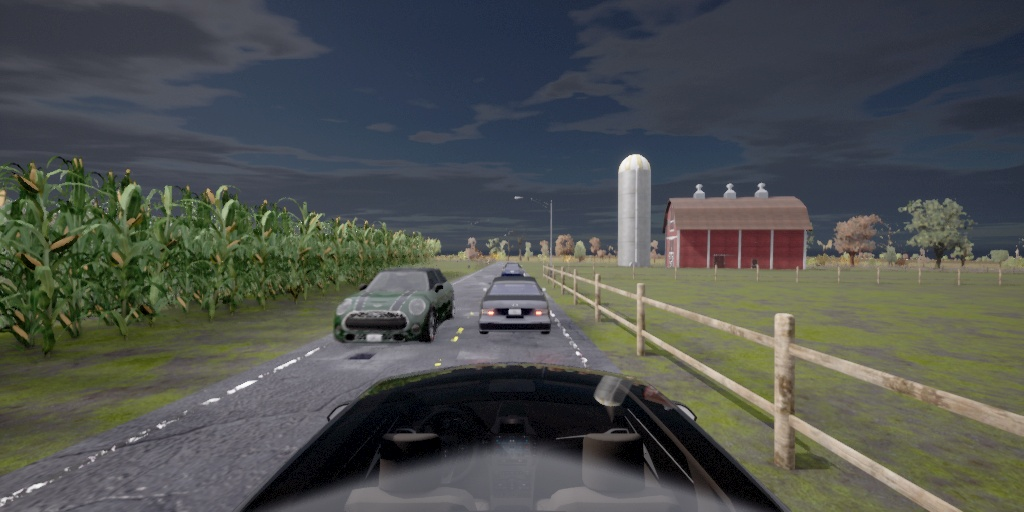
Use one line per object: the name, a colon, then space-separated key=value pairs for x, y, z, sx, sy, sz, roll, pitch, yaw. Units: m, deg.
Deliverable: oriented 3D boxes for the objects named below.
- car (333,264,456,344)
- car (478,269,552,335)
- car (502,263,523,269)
car: x=-2.851 y=1.098 z=9.661 sx=2.097 sy=1.767 sz=4.553 roll=0 pitch=0 yaw=0
car: x=0.074 y=1.294 z=10.506 sx=2.033 sy=1.411 sz=5.357 roll=0 pitch=0 yaw=0
car: x=0.043 y=1.308 z=32.733 sx=1.994 sy=1.385 sz=4.181 roll=0 pitch=0 yaw=0
